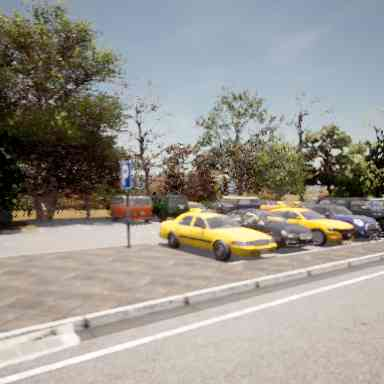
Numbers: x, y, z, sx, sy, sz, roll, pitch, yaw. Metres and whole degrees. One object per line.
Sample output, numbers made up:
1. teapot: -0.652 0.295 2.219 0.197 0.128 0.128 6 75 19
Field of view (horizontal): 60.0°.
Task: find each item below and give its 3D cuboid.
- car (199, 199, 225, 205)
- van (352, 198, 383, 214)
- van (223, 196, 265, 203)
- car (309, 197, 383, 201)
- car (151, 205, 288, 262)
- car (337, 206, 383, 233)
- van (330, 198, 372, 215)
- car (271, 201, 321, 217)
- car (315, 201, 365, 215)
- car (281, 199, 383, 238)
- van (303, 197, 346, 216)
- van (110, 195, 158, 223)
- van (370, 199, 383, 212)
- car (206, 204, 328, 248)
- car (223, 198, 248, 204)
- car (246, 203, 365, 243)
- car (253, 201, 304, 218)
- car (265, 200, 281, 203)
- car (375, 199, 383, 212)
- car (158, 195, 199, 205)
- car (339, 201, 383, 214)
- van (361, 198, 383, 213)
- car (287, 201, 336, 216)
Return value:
1. car: 0.076 1.566 28.153 1.946 1.575 5.366 1 -1 -35
2. van: 24.730 1.855 45.803 1.878 1.987 4.442 2 -1 -35
3. van: 4.414 1.432 31.614 1.878 1.987 4.442 1 -1 -35
4. car: 9.661 1.358 19.114 2.435 2.045 5.566 1 -1 -35
5. car: 0.718 1.473 12.550 1.946 1.575 5.366 1 0 -35
6. car: 11.885 1.685 20.770 2.163 1.488 4.792 1 -1 -35
7. van: 20.340 1.751 42.674 1.878 1.987 4.442 1 -1 -35
8. car: 11.249 1.795 36.335 2.097 1.535 5.008 1 -1 -35
9. car: 18.122 1.928 41.011 1.946 1.575 5.366 1 -1 -35
10. car: 7.368 1.441 17.554 2.185 1.767 4.553 1 -1 -35
11. van: 15.693 1.660 39.651 1.878 1.987 4.442 1 -1 -35
12. van: -4.707 1.273 25.117 1.878 1.987 4.442 1 0 -35
13. van: 29.110 2.035 49.210 1.878 1.987 4.442 2 -1 -35
14. car: 2.862 1.499 14.312 2.231 1.521 4.892 1 0 -35
15. car: 2.226 1.614 29.904 2.231 1.521 4.892 1 -1 -35
16. car: 5.119 1.528 15.921 2.097 1.535 5.008 1 -1 -35
17. car: 8.891 1.747 34.654 2.097 1.535 5.008 1 -1 -35
18. car: 6.754 1.578 33.099 2.185 1.767 4.553 1 -1 -35
19. car: 31.450 2.100 50.699 2.435 2.045 5.566 2 -1 -35
20. car: -2.299 1.278 26.722 2.435 2.045 5.566 1 0 -35
21. car: 22.522 2.022 44.379 2.097 1.535 5.008 1 -1 -35
22. van: 26.957 1.949 47.676 1.878 1.987 4.442 2 -1 -35
23. car: 13.506 1.841 37.941 2.231 1.521 4.892 1 -1 -35
